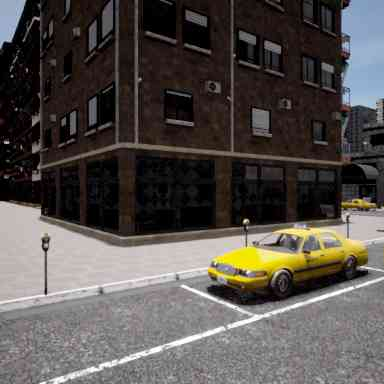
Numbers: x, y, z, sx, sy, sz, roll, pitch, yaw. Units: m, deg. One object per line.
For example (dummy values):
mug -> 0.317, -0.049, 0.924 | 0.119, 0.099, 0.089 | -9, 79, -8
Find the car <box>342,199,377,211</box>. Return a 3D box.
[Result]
car -> 19.270, 1.469, 39.636 | 1.752, 1.417, 4.829 | 0, 0, -35

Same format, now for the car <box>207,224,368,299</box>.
car -> 2.594, 1.525, 8.416 | 4.829, 1.417, 1.752 | 0, 0, -36
